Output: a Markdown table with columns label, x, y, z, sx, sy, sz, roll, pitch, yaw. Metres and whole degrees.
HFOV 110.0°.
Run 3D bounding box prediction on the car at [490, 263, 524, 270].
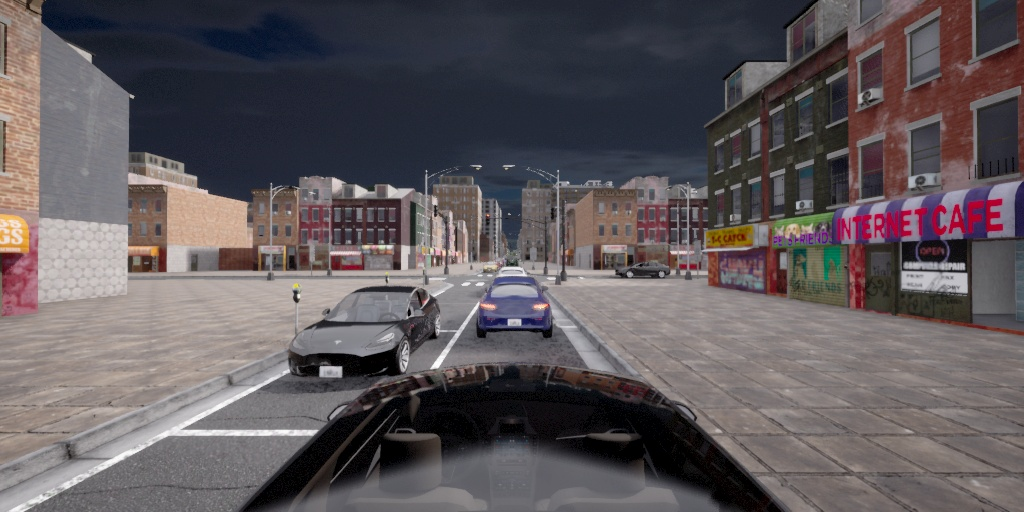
| label | x | y | z | sx | sy | sz | roll | pitch | yaw |
| --- | --- | --- | --- | --- | --- | --- | --- | --- | --- |
| car | -0.003 | 1.284 | 19.216 | 1.812 | 1.442 | 4.674 | 0 | 0 | 0 |

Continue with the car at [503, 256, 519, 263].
| label | x | y | z | sx | sy | sz | roll | pitch | yaw |
| --- | --- | --- | --- | --- | --- | --- | --- | --- | --- |
| car | 0.021 | 1.072 | 65.406 | 2.150 | 2.045 | 5.566 | 0 | 0 | 0 |

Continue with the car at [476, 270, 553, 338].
| label | x | y | z | sx | sy | sz | roll | pitch | yaw |
| --- | --- | --- | --- | --- | --- | --- | --- | --- | --- |
| car | 0.068 | 1.278 | 10.082 | 1.812 | 1.442 | 4.674 | 0 | 0 | 0 |

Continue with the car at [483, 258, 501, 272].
| label | x | y | z | sx | sy | sz | roll | pitch | yaw |
| --- | --- | --- | --- | --- | --- | --- | --- | --- | --- |
| car | -2.690 | 1.322 | 45.000 | 1.751 | 1.417 | 4.829 | 0 | 0 | 0 |

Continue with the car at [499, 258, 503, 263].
| label | x | y | z | sx | sy | sz | roll | pitch | yaw |
| --- | --- | --- | --- | --- | --- | --- | --- | --- | --- |
| car | -2.697 | 1.355 | 50.775 | 1.888 | 1.381 | 4.507 | 0 | 0 | 0 |

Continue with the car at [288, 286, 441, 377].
| label | x | y | z | sx | sy | sz | roll | pitch | yaw |
| --- | --- | --- | --- | --- | --- | --- | --- | --- | --- |
| car | -2.645 | 1.317 | 7.402 | 1.948 | 1.339 | 4.313 | 0 | 0 | 0 |

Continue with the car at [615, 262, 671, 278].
| label | x | y | z | sx | sy | sz | roll | pitch | yaw |
| --- | --- | --- | --- | --- | --- | --- | --- | --- | --- |
| car | 11.992 | 1.262 | 33.001 | 4.892 | 1.490 | 1.837 | 0 | 0 | -2 |
